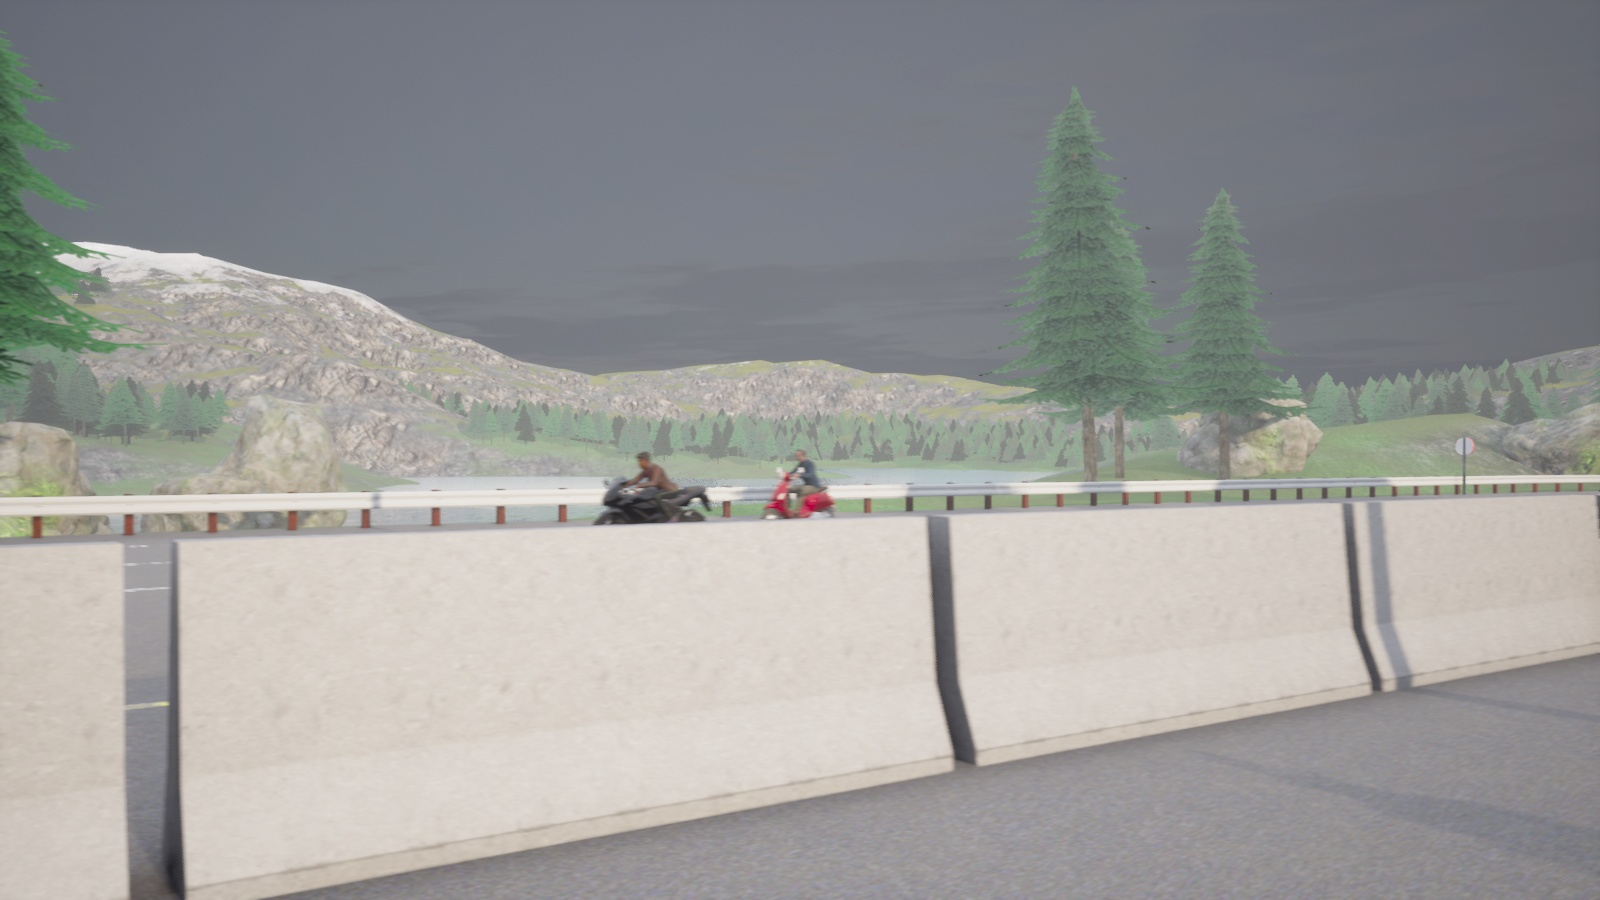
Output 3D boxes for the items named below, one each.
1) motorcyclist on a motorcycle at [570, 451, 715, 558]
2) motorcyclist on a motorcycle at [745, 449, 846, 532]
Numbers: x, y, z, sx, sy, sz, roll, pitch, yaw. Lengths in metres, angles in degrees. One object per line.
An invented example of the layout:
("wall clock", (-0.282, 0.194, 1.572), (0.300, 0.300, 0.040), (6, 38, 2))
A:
("motorcyclist on a motorcycle", (-2.376, 0.788, 19.065), (2.044, 1.523, 0.797), (-1, 0, -35))
("motorcyclist on a motorcycle", (-0.085, 0.777, 24.925), (1.817, 1.590, 0.866), (0, 0, -35))
